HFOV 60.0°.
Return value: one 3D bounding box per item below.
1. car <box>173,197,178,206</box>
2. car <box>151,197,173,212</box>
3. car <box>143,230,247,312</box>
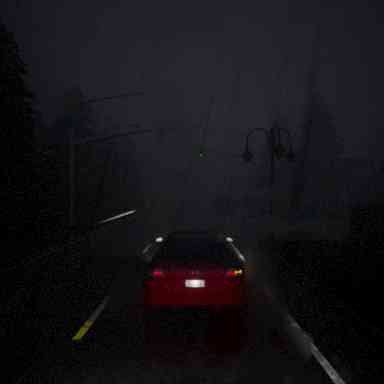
[{"bbox_3d":[-3.735,1.547,52.458,2.033,1.411,5.357,0,0,0],"label":"car"},{"bbox_3d":[-3.706,1.491,39.201,2.128,1.511,4.902,0,0,0],"label":"car"},{"bbox_3d":[0.056,1.564,7.811,1.994,1.385,4.181,0,0,0],"label":"car"}]
